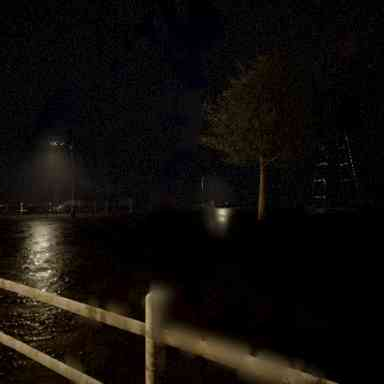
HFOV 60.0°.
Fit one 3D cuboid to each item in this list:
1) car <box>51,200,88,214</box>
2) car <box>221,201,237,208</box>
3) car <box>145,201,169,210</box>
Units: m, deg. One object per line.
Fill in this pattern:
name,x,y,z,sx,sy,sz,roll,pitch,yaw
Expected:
car,-15.826,1.890,42.969,2.097,1.767,4.553,-2,-2,36
car,7.718,2.626,69.445,1.994,1.385,4.181,-2,-2,36
car,-5.877,2.322,56.795,2.128,1.511,4.902,-2,-2,36
